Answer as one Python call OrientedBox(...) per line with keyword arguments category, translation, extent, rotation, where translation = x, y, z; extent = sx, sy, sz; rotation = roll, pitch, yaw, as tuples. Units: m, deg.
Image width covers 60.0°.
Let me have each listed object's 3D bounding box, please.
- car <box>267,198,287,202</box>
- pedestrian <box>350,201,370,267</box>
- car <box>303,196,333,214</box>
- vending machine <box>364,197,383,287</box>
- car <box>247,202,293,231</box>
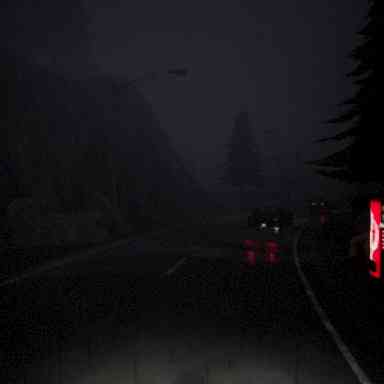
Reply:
OrientedBox(category="car", translation=(8.498, 1.368, 33.562), extent=(1.812, 1.442, 4.674), rotation=(1, 0, 34))
OrientedBox(category="pedestrian", translation=(4.696, 1.118, 9.212), extent=(0.375, 1.860, 0.375), rotation=(1, 0, 13))
OrientedBox(category="car", translation=(12.973, 1.230, 34.023), extent=(2.097, 1.767, 4.553), rotation=(1, 0, 33))
OrientedBox(category="vending machine", translation=(4.948, 1.181, 8.129), extent=(1.100, 2.100, 0.880), rotation=(1, 0, 12))
OrientedBox(category="car", translation=(4.865, 1.506, 20.044), extent=(1.895, 1.301, 4.718), rotation=(1, 0, 26))
